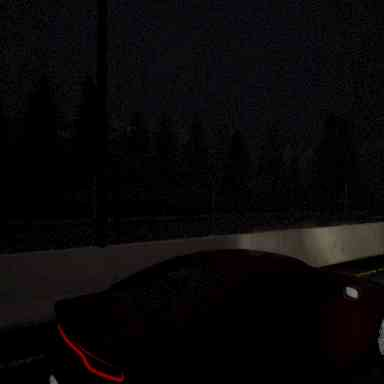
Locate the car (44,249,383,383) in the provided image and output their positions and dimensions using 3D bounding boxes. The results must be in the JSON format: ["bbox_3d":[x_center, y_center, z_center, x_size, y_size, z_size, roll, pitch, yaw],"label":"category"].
[{"bbox_3d":[0.822,1.508,4.331,5.008,1.535,1.882,1,0,-35],"label":"car"}]
